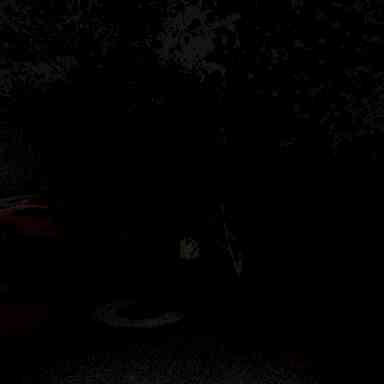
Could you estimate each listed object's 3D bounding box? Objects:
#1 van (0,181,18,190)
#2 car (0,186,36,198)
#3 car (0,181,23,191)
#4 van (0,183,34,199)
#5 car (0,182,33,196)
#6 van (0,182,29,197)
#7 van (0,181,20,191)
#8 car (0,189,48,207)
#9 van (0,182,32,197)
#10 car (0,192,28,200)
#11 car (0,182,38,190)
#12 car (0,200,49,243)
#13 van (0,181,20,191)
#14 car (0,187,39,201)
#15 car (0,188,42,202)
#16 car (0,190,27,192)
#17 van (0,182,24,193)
[{"bbox_3d":[-43.087,-1.475,77.421,4.442,1.987,1.878,1,1,-30],"label":"van"},{"bbox_3d":[-23.473,0.014,43.842,5.008,1.535,2.097,1,1,-30],"label":"car"},{"bbox_3d":[-38.838,-1.230,70.273,5.566,2.045,2.435,1,1,-30],"label":"car"},{"bbox_3d":[-22.167,-0.120,41.372,4.442,1.987,1.878,1,1,-30],"label":"van"},{"bbox_3d":[-27.661,-0.507,51.004,5.566,2.045,2.435,1,1,-30],"label":"car"},{"bbox_3d":[-26.350,-0.393,48.566,4.442,1.987,1.878,1,1,-30],"label":"van"},{"bbox_3d":[-41.430,-1.377,75.028,4.442,1.987,1.878,1,1,-30],"label":"van"},{"bbox_3d":[-16.563,0.553,31.860,4.792,1.488,2.163,1,2,-30],"label":"car"},{"bbox_3d":[-24.759,-0.300,46.288,4.442,1.987,1.878,1,1,-30],"label":"van"},{"bbox_3d":[-8.238,1.077,17.628,4.553,1.767,2.185,1,2,-30],"label":"car"},{"bbox_3d":[-15.116,0.387,29.487,5.566,2.045,2.435,1,2,-30],"label":"car"},{"bbox_3d":[-6.885,1.316,15.218,5.008,1.535,2.097,1,2,-30],"label":"car"},{"bbox_3d":[-40.103,-1.292,72.741,4.442,1.987,1.878,1,1,-30],"label":"van"},{"bbox_3d":[-20.676,0.232,39.067,4.792,1.488,2.163,1,1,-30],"label":"car"},{"bbox_3d":[-19.353,0.330,36.785,4.792,1.488,2.163,1,2,-30],"label":"car"},{"bbox_3d":[-12.533,0.860,24.598,5.366,1.575,1.946,1,2,-30],"label":"car"},{"bbox_3d":[-34.546,-0.932,63.162,4.442,1.987,1.878,1,1,-30],"label":"van"}]
